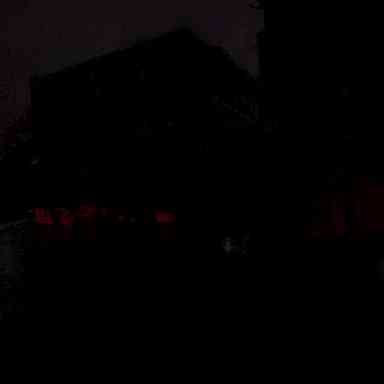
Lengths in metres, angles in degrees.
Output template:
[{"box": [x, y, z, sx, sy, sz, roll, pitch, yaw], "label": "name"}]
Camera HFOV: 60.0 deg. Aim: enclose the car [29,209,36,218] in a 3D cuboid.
[{"box": [-20.680, 2.442, 48.181, 2.150, 2.045, 5.566, -4, 3, 27], "label": "car"}]
